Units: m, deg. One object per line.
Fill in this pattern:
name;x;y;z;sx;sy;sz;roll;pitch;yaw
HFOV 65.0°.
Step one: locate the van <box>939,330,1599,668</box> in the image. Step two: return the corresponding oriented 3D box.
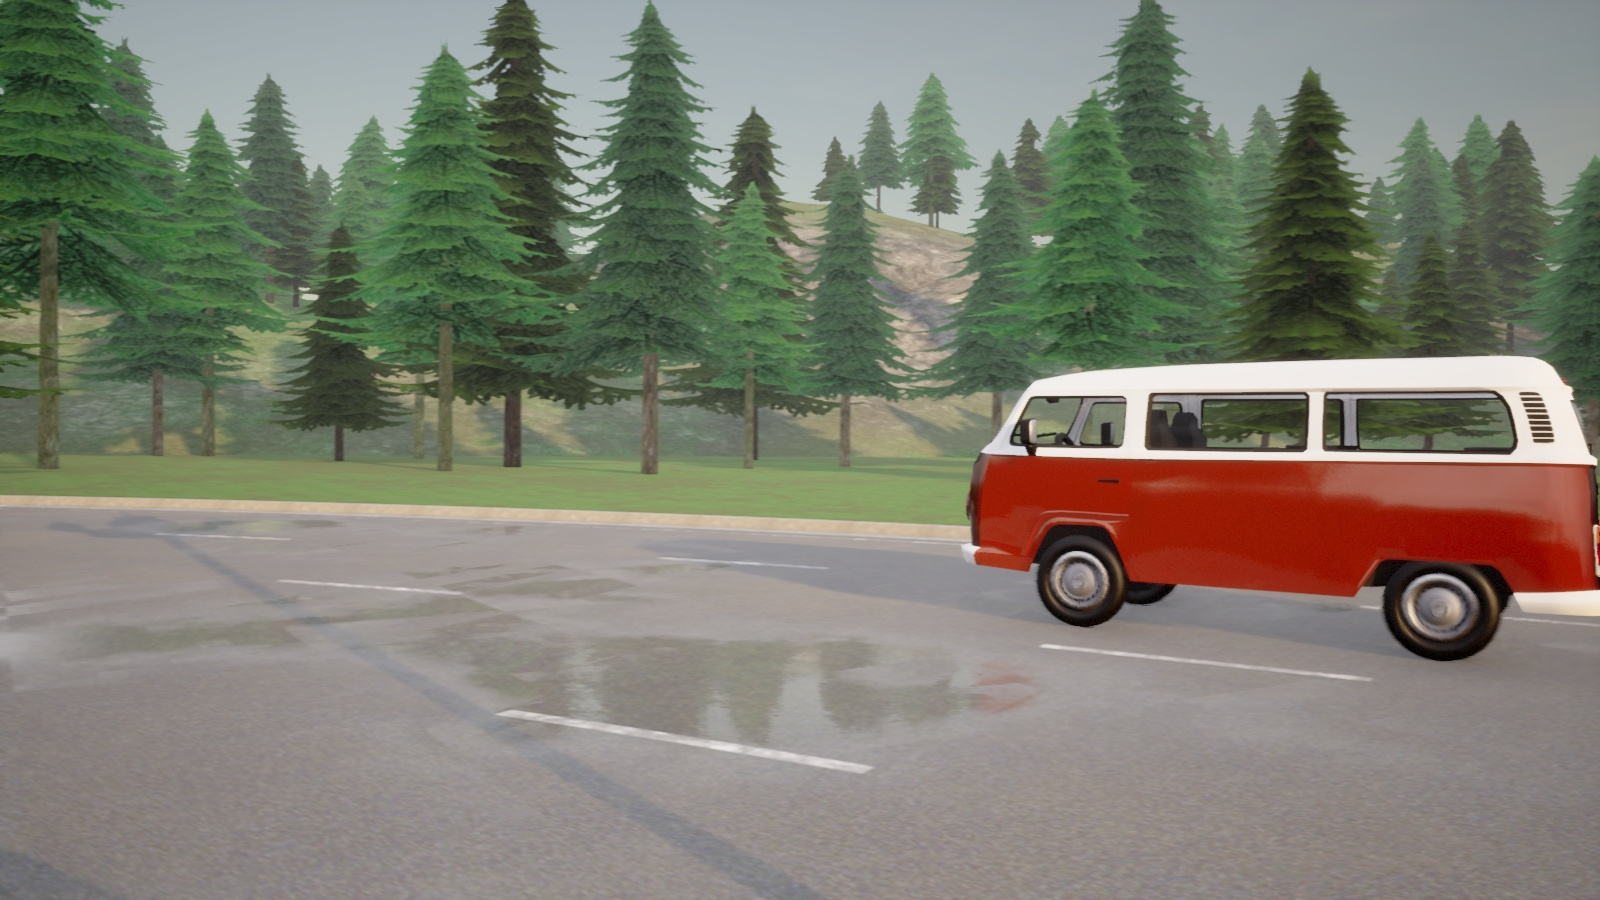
van;3.544;0.277;9.587;4.480;2.038;2.069;0;1;32
